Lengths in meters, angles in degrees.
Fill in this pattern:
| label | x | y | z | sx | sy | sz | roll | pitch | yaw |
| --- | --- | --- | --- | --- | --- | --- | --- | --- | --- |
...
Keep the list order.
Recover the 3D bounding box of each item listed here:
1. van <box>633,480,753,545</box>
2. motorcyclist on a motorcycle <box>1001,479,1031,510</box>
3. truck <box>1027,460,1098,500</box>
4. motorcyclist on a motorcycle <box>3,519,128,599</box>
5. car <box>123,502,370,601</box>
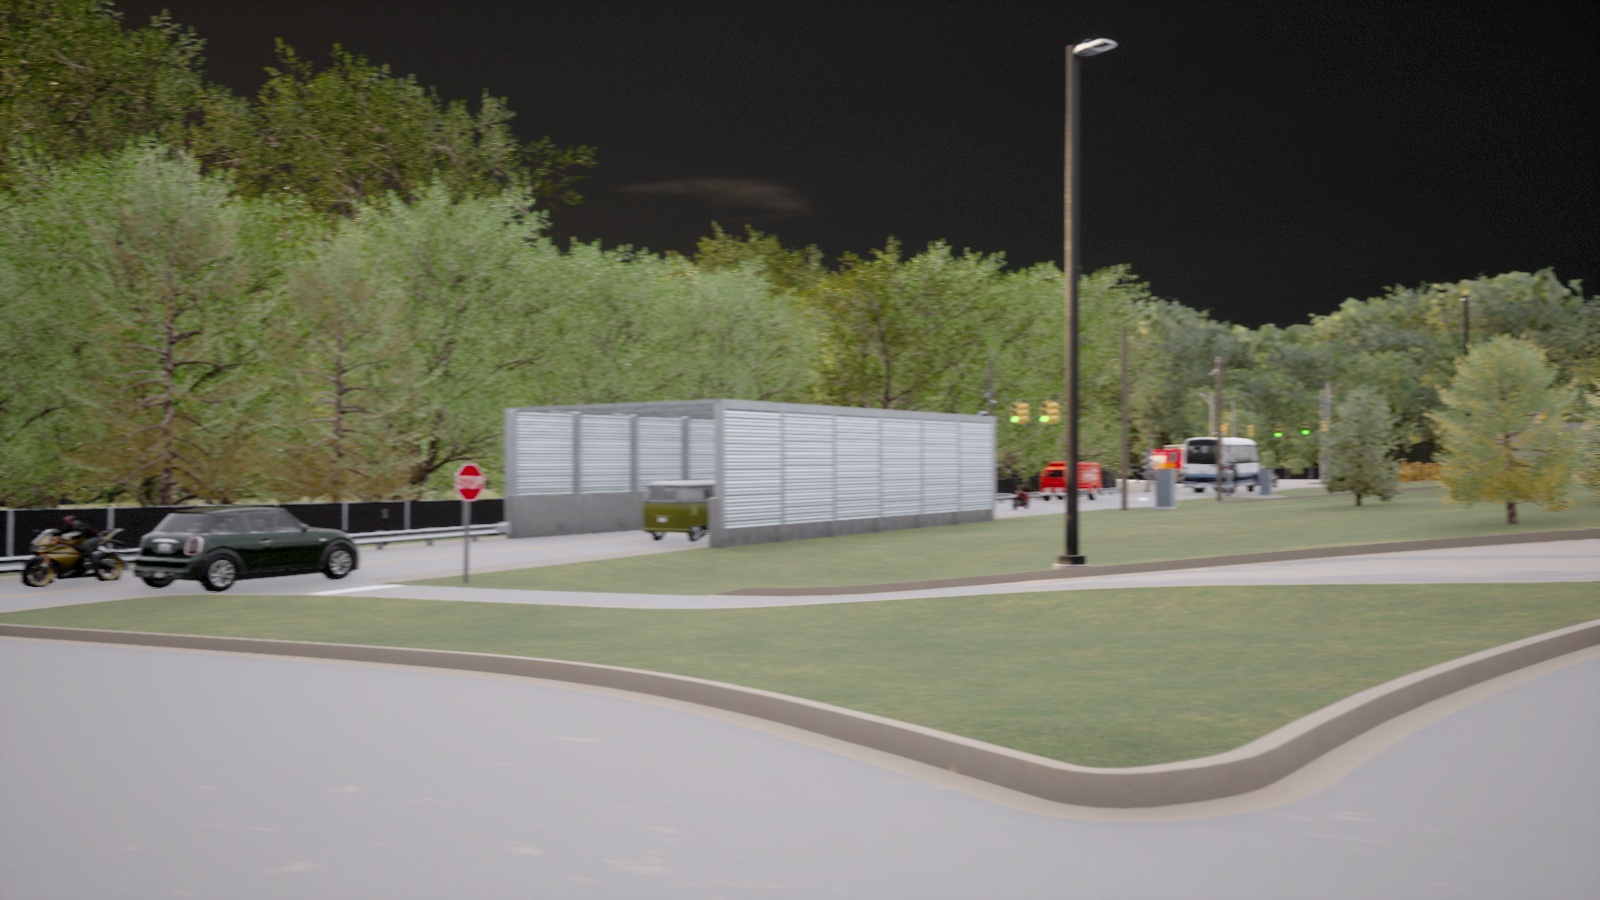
| label | x | y | z | sx | sy | sz | roll | pitch | yaw |
| --- | --- | --- | --- | --- | --- | --- | --- | --- | --- |
| van | -3.515 | 2.036 | 42.090 | 1.775 | 1.987 | 4.442 | -1 | -1 | 30 |
| motorcyclist on a motorcycle | 11.200 | 2.296 | 65.097 | 0.797 | 1.523 | 2.044 | 0 | 0 | 34 |
| truck | 16.772 | 1.885 | 79.993 | 2.627 | 2.467 | 5.204 | -1 | -1 | 34 |
| motorcyclist on a motorcycle | -15.725 | 2.311 | 26.952 | 0.866 | 1.530 | 2.191 | -1 | -1 | 27 |
| car | -11.761 | 2.091 | 27.010 | 2.097 | 1.767 | 4.553 | -1 | -1 | 27 |
